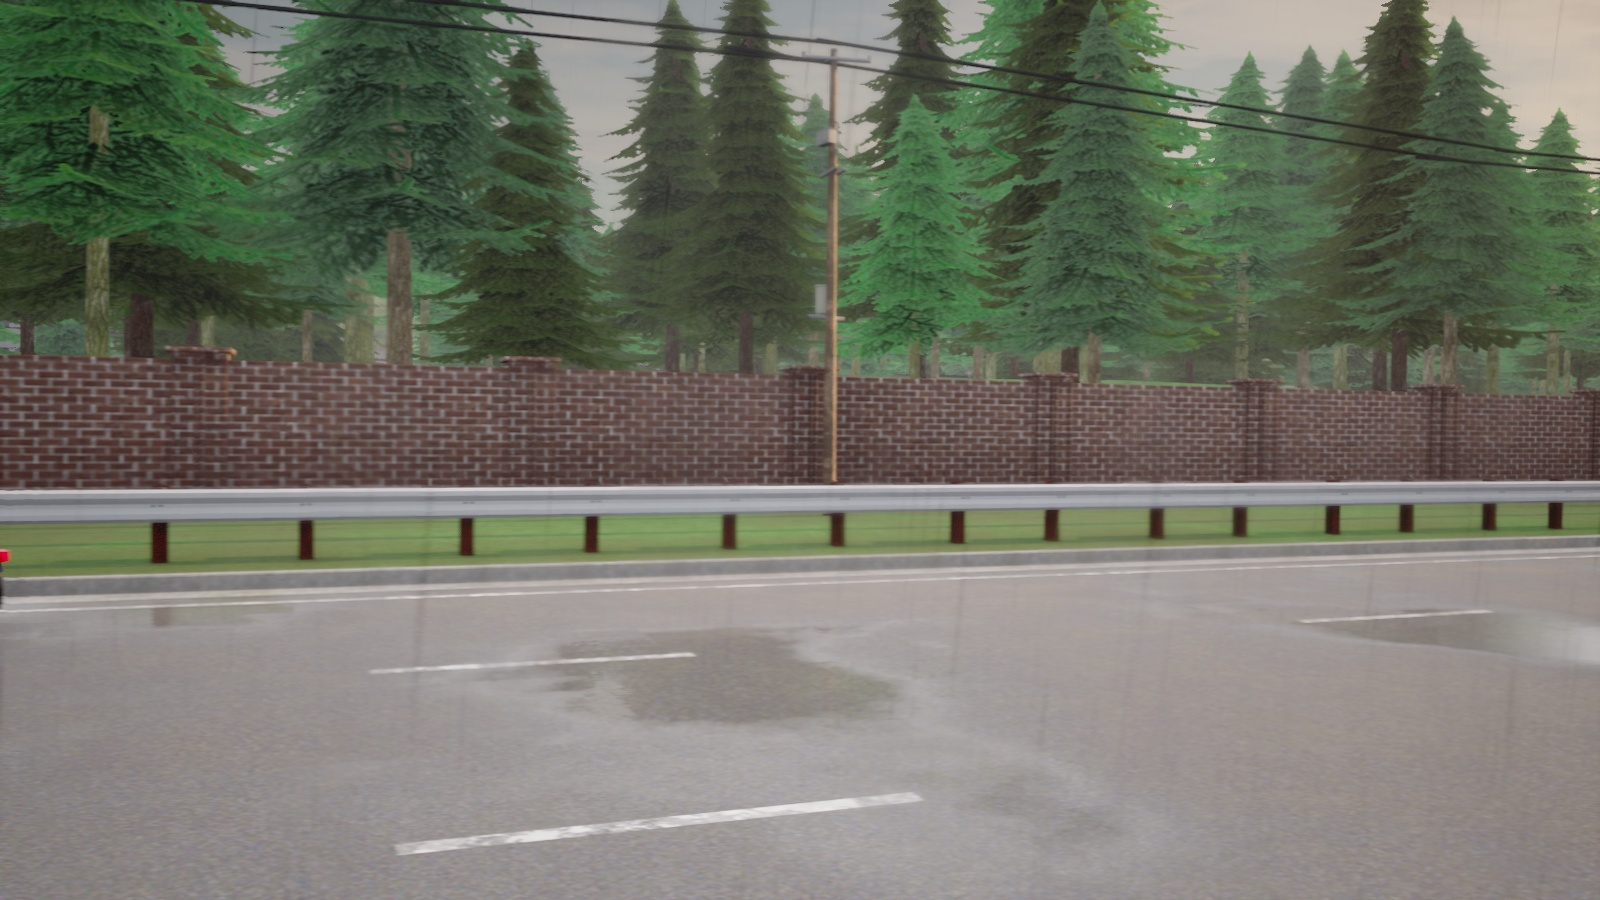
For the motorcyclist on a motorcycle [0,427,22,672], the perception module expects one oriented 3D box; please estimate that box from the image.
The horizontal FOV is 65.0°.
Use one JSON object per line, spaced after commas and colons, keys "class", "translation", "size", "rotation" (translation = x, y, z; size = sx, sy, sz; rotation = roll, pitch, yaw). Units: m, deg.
{"class": "motorcyclist on a motorcycle", "translation": [-6.571, 0.686, 8.246], "size": [2.350, 1.649, 0.766], "rotation": [-1, 1, -20]}
